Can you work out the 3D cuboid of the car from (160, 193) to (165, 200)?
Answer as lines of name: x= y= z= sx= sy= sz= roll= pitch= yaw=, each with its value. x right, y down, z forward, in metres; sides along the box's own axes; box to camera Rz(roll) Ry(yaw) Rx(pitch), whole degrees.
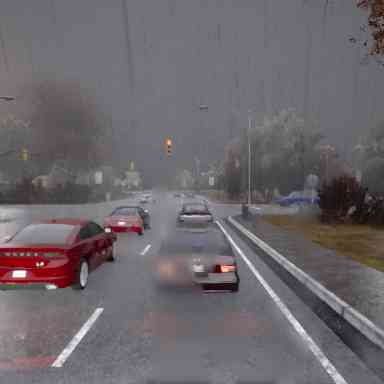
car: x=-7.011 y=0.963 z=65.431 sx=2.128 sy=1.511 sz=4.902 roll=0 pitch=1 yaw=0

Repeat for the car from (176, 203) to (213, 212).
car: x=0.141 y=1.380 z=18.632 sx=2.128 sy=1.511 sz=4.902 roll=0 pitch=0 yaw=-1

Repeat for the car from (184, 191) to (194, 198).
car: x=-0.436 y=0.716 z=86.199 sx=2.128 sy=1.511 sz=4.902 roll=0 pitch=1 yaw=-4

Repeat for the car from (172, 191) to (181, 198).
car: x=-3.936 y=0.788 z=86.116 sx=1.895 sy=1.301 sz=4.718 roll=0 pitch=1 yaw=-4

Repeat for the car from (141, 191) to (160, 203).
car: x=-7.057 y=0.791 z=55.259 sx=2.150 sy=2.045 sz=5.566 roll=0 pitch=0 yaw=0

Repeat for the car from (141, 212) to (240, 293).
car: x=0.106 y=1.516 z=8.940 sx=2.033 sy=1.411 sz=5.357 roll=0 pitch=0 yaw=0

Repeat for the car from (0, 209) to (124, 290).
car: x=-3.392 y=1.445 z=9.014 sx=1.882 sy=1.535 sz=5.008 roll=0 pitch=0 yaw=0

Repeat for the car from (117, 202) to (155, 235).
car: x=-3.387 y=1.458 z=18.001 sx=1.994 sy=1.385 sz=4.181 roll=0 pitch=0 yaw=0

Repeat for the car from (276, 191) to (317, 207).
car: x=13.792 y=0.896 z=43.207 sx=5.566 sy=2.045 sz=2.150 roll=0 pitch=1 yaw=-4

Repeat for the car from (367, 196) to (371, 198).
car: x=24.093 y=1.217 z=43.784 sx=5.357 sy=1.411 sz=2.033 roll=0 pitch=1 yaw=-3
